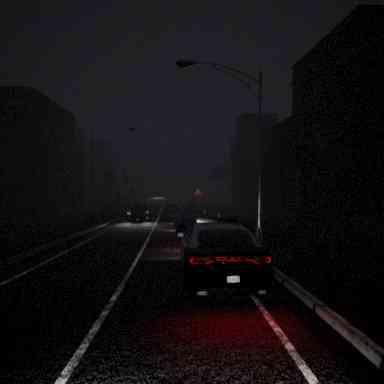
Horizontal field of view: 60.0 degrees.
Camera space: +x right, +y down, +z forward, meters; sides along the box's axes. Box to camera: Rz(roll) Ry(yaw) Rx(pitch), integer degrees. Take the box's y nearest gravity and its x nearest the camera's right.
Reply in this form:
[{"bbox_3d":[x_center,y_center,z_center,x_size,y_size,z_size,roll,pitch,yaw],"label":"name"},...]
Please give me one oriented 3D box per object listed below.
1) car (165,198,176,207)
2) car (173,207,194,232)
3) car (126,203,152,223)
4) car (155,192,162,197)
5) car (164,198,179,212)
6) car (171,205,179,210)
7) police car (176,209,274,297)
[{"bbox_3d":[-3.792,1.795,59.156,1.895,1.301,4.718,0,2,-4],"label":"car"},{"bbox_3d":[0.006,1.753,18.802,1.812,1.442,4.674,0,-1,-4],"label":"car"},{"bbox_3d":[-4.895,1.857,31.175,2.097,1.767,4.553,0,-1,-4],"label":"car"},{"bbox_3d":[-8.853,0.746,87.747,1.895,1.301,4.718,0,2,-4],"label":"car"},{"bbox_3d":[-2.793,1.953,45.402,2.128,1.511,4.902,0,-1,-4],"label":"car"},{"bbox_3d":[-0.424,1.905,24.797,1.812,1.442,4.674,0,-1,-4],"label":"car"},{"bbox_3d":[0.650,1.472,8.857,1.930,1.638,5.238,0,-1,-3],"label":"police car"}]
